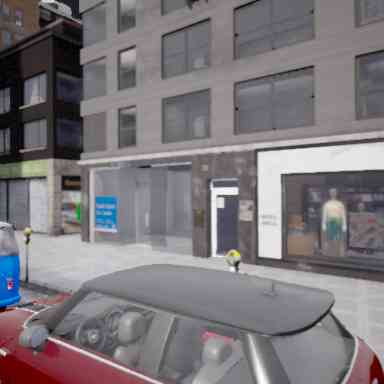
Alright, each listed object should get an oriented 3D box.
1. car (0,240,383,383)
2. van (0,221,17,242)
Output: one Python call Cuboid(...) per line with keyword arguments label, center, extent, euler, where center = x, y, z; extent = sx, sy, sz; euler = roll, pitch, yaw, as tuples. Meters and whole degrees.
Cuboid(label="car", center=(-0.470, 1.445, 3.188), extent=(4.097, 1.590, 1.967), euler=(0, 0, 35))
Cuboid(label="van", center=(-4.955, 1.361, 6.386), extent=(3.998, 1.788, 1.690), euler=(0, 0, 35))
